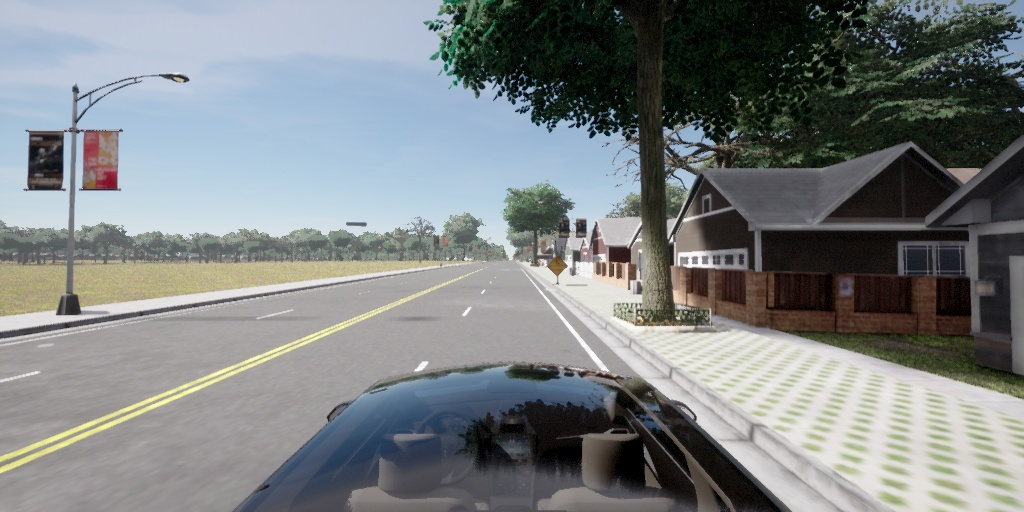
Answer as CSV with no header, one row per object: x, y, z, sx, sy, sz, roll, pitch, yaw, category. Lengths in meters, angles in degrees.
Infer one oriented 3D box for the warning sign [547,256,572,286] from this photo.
2.850,0.896,22.283,1.300,1.860,1.060,0,0,0,warning sign
